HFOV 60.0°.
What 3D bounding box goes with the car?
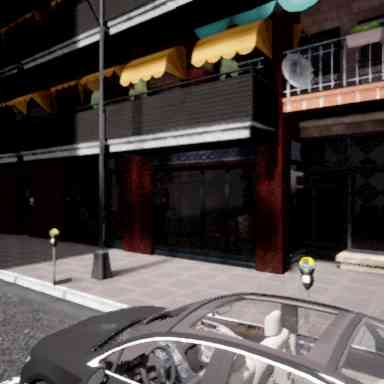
[{"bbox_3d":[0.342,1.550,2.633,4.403,1.369,2.008,0,0,36],"label":"car"}]
